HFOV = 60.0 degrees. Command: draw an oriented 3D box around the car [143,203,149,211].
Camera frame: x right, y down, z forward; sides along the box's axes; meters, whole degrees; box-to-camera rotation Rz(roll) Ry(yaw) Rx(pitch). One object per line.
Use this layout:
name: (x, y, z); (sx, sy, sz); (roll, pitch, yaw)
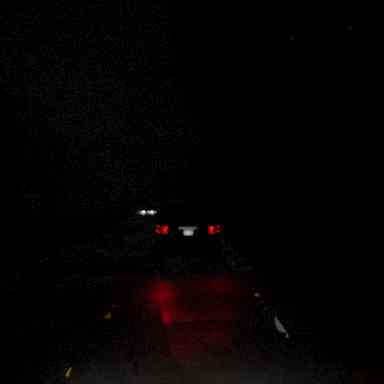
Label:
car: (-7.704, 2.634, 58.276); (1.895, 1.301, 4.718); (0, -2, -8)

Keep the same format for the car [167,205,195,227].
car: (-0.945, 1.837, 26.450); (2.033, 1.411, 5.357); (0, -1, -4)

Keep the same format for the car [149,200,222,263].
car: (-0.191, 1.306, 12.475); (2.150, 2.045, 5.566); (0, 0, -2)

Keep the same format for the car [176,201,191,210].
car: (-1.594, 2.438, 60.066); (2.163, 1.488, 4.792); (0, -2, -9)
